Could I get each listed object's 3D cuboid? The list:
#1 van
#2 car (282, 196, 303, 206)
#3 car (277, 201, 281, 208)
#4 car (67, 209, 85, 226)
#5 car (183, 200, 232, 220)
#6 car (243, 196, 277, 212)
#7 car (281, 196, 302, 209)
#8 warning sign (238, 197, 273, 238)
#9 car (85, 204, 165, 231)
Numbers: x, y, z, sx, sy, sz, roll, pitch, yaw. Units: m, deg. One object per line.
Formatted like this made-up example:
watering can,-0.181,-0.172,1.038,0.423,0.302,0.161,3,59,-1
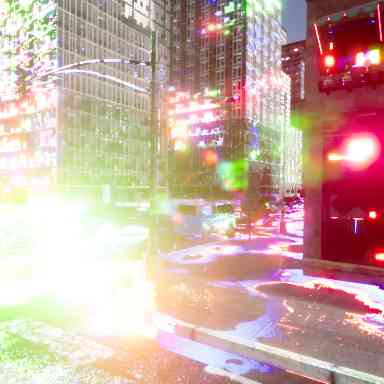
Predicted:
van,0.787,1.368,17.017,1.690,1.788,3.998,1,1,35
car,16.184,1.364,53.349,1.752,1.417,4.829,1,1,35
car,9.898,1.294,44.448,1.967,1.590,4.097,1,1,35
car,-6.061,1.467,21.854,1.947,1.339,4.313,1,1,35
car,1.411,1.448,27.942,1.812,1.442,4.674,1,1,35
car,7.024,1.384,35.872,1.882,1.535,5.008,1,1,35
car,13.067,1.438,44.354,2.033,1.411,5.357,1,1,36
warning sign,3.071,1.177,16.130,1.300,1.860,1.060,1,1,35
car,-3.844,1.541,20.505,1.895,1.301,4.718,1,1,35
